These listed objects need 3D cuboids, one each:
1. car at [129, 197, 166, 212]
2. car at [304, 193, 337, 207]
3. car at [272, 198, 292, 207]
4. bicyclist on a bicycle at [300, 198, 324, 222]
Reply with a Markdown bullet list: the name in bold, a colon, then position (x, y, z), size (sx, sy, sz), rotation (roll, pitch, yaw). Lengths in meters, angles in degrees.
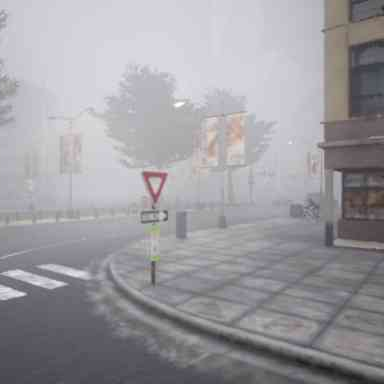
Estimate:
- **car**: position (-5.079, 1.314, 37.998), size (2.097, 1.767, 4.553), rotation (0, 0, 37)
- **car**: position (18.420, 1.194, 47.710), size (5.566, 2.045, 2.150), rotation (0, 0, -36)
- **car**: position (13.665, 1.568, 50.025), size (1.895, 1.301, 4.718), rotation (0, 0, 31)
- **bicyclist on a bicycle**: position (8.534, 1.287, 23.696), size (1.656, 1.620, 0.582), rotation (0, 0, 37)
